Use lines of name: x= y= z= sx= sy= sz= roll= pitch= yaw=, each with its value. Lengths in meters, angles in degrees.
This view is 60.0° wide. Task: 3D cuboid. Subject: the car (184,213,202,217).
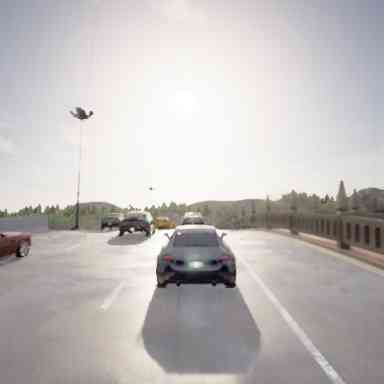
car: x=0.082 y=2.598 z=29.369 sx=2.128 sy=1.511 sz=4.902 roll=0 pitch=-5 yaw=0

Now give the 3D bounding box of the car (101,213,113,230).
car: x=-6.918 y=2.714 z=30.456 sx=2.128 sy=1.511 sz=4.902 roll=0 pitch=-6 yaw=0

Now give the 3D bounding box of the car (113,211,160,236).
car: x=-3.412 y=2.006 z=21.407 sx=1.837 sy=1.490 sz=4.892 roll=0 pitch=-3 yaw=0

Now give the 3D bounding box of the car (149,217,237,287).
car: x=0.096 y=1.642 z=9.552 sx=1.994 sy=1.385 sz=4.181 roll=0 pitch=-1 yaw=0

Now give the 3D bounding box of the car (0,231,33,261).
car: x=-6.904 y=1.701 z=10.400 sx=1.895 sy=1.301 sz=4.718 roll=0 pitch=-1 yaw=0

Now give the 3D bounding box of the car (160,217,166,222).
car: x=-3.424 y=3.774 z=39.651 sx=1.882 sy=1.535 sz=5.008 roll=0 pitch=-8 yaw=0
